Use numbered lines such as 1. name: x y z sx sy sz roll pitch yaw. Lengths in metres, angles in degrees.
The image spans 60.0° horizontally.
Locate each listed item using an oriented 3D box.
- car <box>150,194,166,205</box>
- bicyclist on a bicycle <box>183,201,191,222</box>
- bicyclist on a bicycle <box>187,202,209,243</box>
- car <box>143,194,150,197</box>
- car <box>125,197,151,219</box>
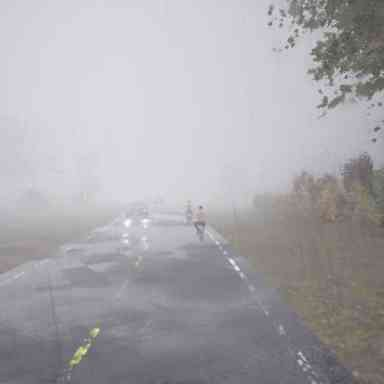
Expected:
1. car: -5.447 1.399 55.008 1.837 1.490 4.892 0 0 -11
2. bicyclist on a bicycle: -0.198 1.389 23.150 0.866 1.612 1.509 0 0 -5
3. bicyclist on a bicycle: 0.379 1.406 15.010 0.866 1.612 1.509 0 0 -4
4. car: -9.735 1.211 73.314 2.097 1.767 4.553 0 0 -16
5. car: -4.710 1.474 28.855 1.812 1.442 4.674 0 0 -6
